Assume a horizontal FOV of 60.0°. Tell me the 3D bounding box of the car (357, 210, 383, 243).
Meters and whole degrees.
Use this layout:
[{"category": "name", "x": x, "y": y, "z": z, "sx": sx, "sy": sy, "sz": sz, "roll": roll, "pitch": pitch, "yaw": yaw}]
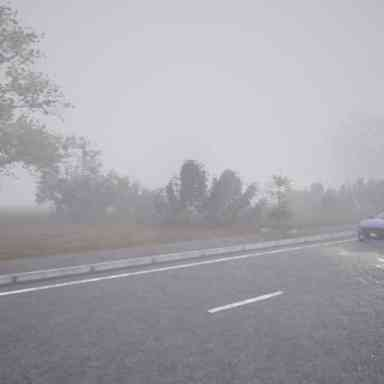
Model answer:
[{"category": "car", "x": 9.433, "y": 1.481, "z": 15.043, "sx": 5.008, "sy": 1.535, "sz": 1.882, "roll": 0, "pitch": 0, "yaw": -36}]
